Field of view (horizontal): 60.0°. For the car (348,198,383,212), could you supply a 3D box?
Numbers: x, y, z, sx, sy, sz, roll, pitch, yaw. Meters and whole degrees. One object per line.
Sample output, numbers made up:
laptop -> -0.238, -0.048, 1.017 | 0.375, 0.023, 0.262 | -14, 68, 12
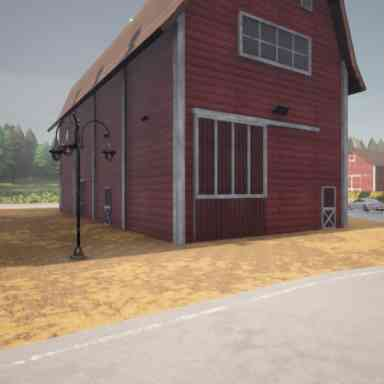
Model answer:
car -> 18.657, 1.399, 35.850 | 1.812, 1.442, 4.674 | 0, 0, -7
